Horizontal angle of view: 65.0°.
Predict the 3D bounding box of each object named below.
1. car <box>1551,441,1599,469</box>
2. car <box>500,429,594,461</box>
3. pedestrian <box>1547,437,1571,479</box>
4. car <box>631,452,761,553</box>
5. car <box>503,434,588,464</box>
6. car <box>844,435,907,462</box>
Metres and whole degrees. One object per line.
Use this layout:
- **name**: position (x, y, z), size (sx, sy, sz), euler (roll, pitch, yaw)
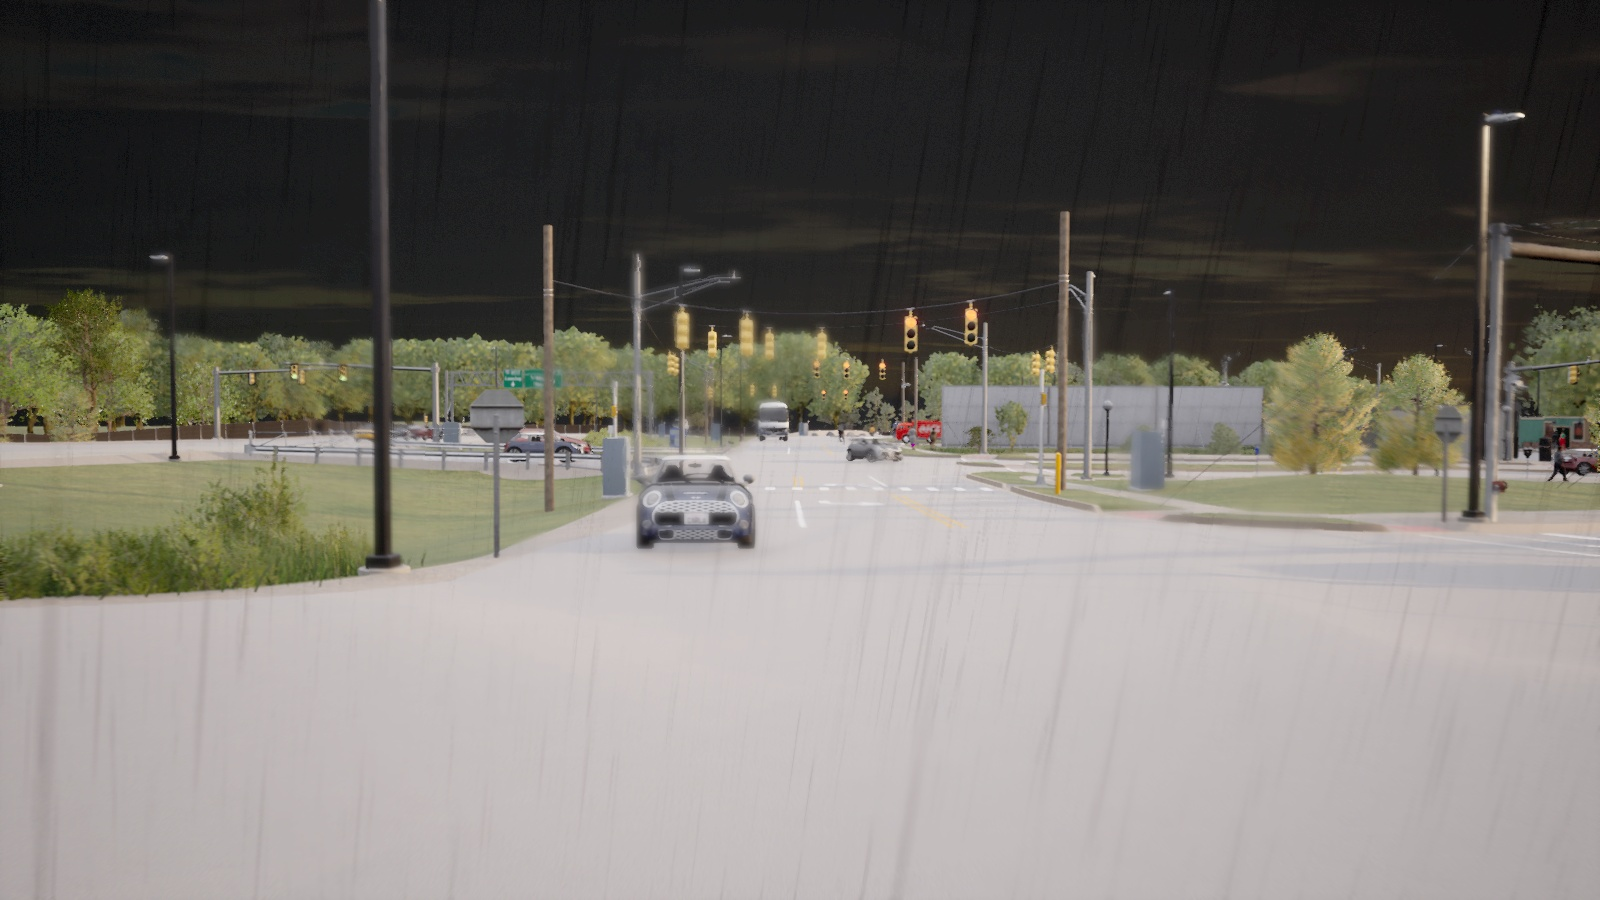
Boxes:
- **car**: position (44.507, 0.292, 70.256), size (3.806, 1.475, 1.970), euler (1, 2, -6)
- **car**: position (-13.471, -0.288, 67.135), size (4.611, 1.667, 2.242), euler (0, 1, -2)
- **pedestrian**: position (35.469, 0.379, 58.687), size (0.788, 1.949, 0.423), euler (0, 2, -1)
- **car**: position (-1.740, 0.806, 21.110), size (1.970, 1.475, 3.806), euler (0, 1, -5)
- **car**: position (-12.831, -0.075, 63.404), size (3.806, 1.475, 1.970), euler (0, 1, 3)
- **car**: position (4.356, -0.101, 73.242), size (1.970, 1.475, 3.806), euler (-1, 2, -28)
